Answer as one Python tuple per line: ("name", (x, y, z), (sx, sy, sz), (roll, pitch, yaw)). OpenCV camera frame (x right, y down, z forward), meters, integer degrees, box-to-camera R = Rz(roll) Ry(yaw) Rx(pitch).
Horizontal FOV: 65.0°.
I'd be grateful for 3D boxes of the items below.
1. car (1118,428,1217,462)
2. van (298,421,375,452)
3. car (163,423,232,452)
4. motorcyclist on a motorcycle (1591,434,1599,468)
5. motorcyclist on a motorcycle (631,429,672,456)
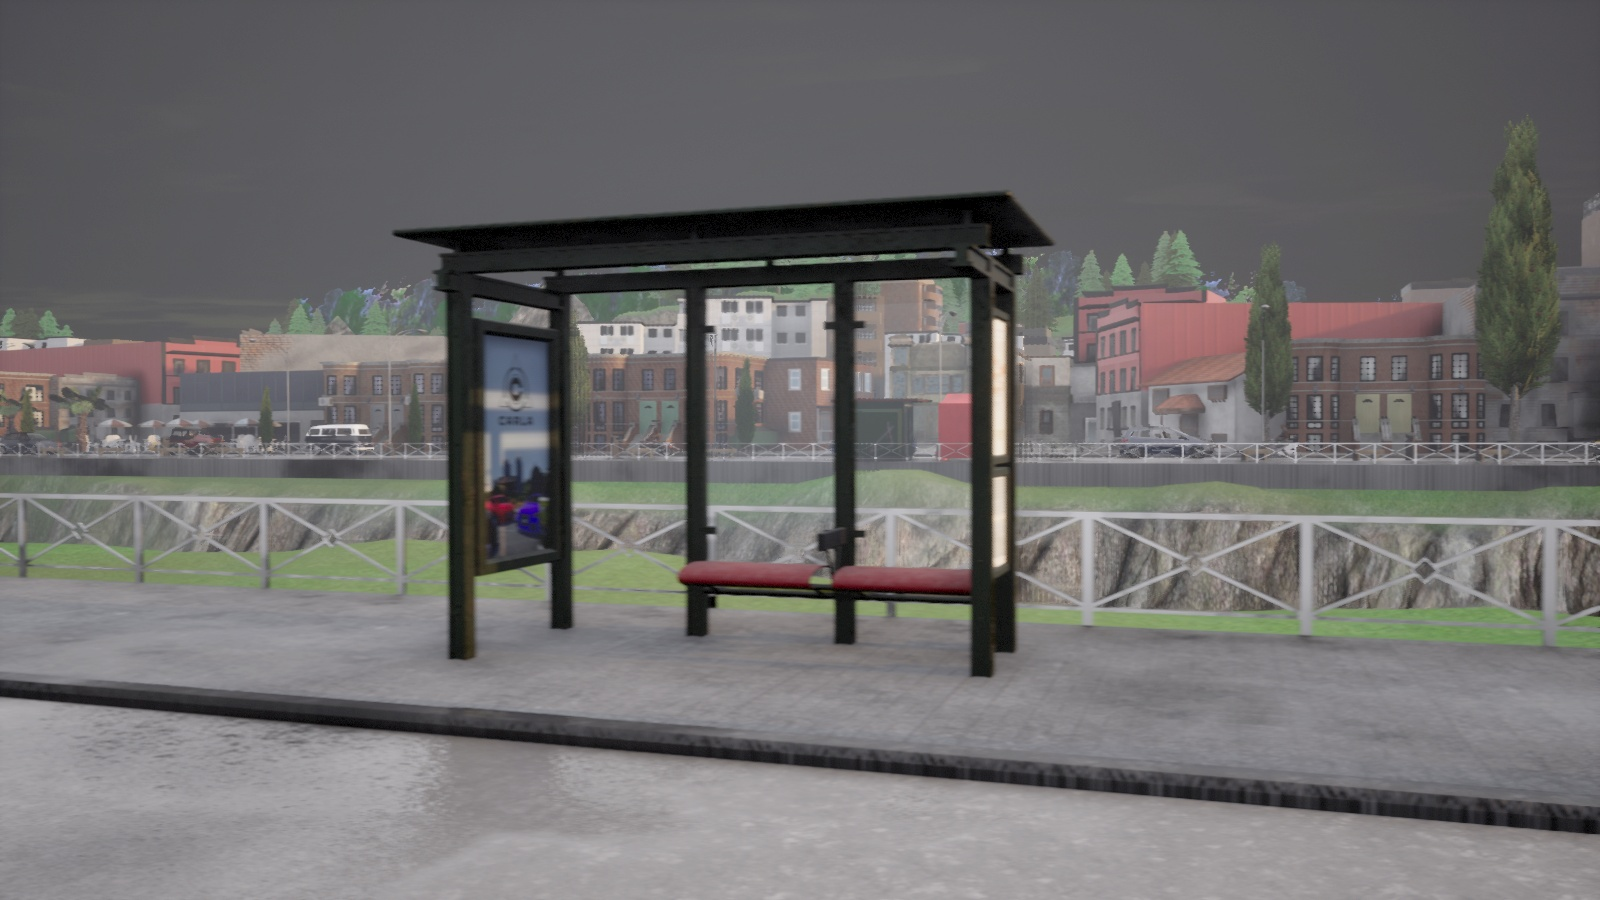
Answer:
("car", (18.344, -0.263, 62.648), (4.611, 1.667, 2.242), (1, 1, 19))
("van", (-30.769, -0.901, 83.372), (4.480, 2.038, 2.069), (1, 1, 19))
("car", (-39.345, -0.839, 82.037), (3.866, 1.878, 1.905), (1, 1, 19))
("motorcyclist on a motorcycle", (36.824, 0.043, 56.438), (2.044, 1.523, 0.797), (1, 1, 19))
("motorcyclist on a motorcycle", (-8.983, -0.475, 76.053), (2.350, 1.649, 0.766), (0, 1, 19))
